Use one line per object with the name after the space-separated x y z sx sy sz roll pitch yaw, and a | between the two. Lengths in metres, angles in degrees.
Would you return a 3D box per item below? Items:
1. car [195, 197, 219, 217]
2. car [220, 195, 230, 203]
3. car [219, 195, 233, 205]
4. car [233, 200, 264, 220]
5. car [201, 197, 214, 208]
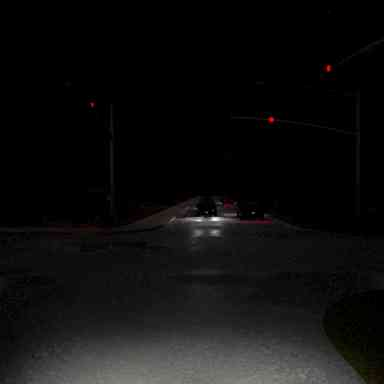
1.378 1.466 31.027 1.837 1.490 4.892 0 1 3 | car
6.824 1.470 69.014 1.837 1.490 4.892 0 0 3 | car
6.341 1.566 59.053 1.895 1.301 4.718 0 0 3 | car
4.837 1.443 28.029 1.882 1.535 5.008 0 0 3 | car
2.239 1.469 48.584 1.837 1.490 4.892 0 0 3 | car
